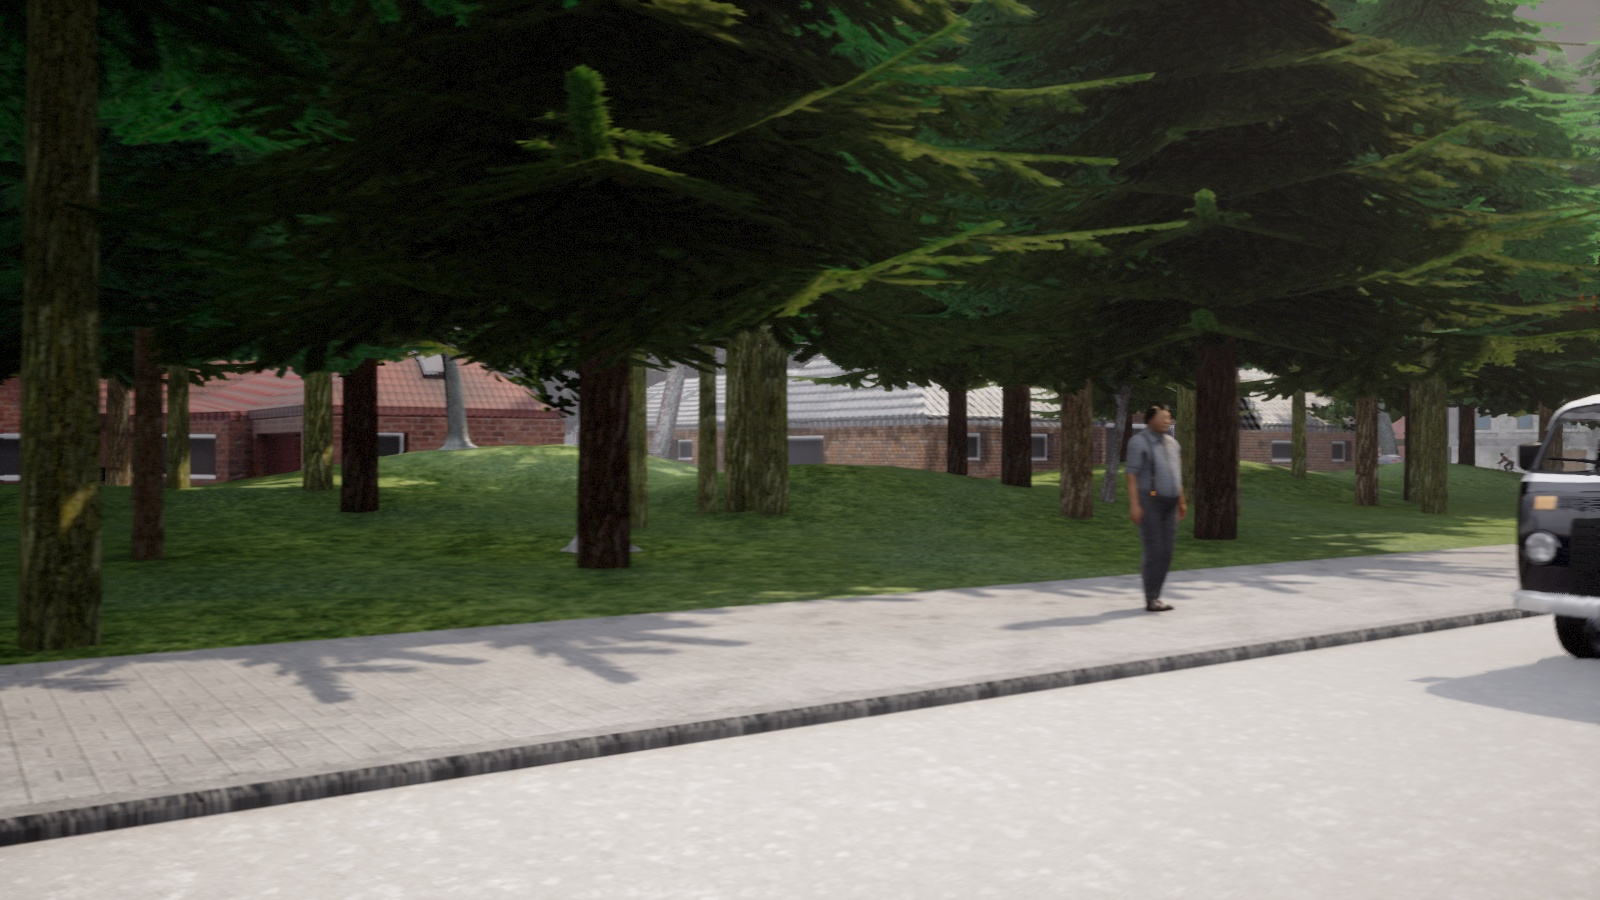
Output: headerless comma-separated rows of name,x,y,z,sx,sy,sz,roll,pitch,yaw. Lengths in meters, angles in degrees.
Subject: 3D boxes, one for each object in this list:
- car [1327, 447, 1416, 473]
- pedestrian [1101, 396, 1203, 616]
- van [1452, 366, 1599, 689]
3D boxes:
car,38.348,0.649,84.400,2.152,1.651,5.027,0,0,-35
pedestrian,3.072,0.475,10.986,0.540,1.848,0.694,0,0,-23
van,6.941,0.473,9.100,4.480,2.038,2.069,0,0,-35
